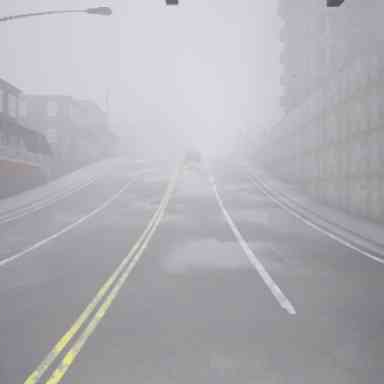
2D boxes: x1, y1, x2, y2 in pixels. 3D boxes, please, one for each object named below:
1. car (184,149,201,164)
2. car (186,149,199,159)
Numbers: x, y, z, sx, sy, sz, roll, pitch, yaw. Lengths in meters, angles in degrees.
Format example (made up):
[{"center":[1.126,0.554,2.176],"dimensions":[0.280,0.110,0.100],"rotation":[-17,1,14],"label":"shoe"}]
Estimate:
[{"center":[0.073,-4.541,41.444],"dimensions":[2.097,1.767,4.553],"rotation":[0,12,0],"label":"car"},{"center":[0.090,-5.880,51.485],"dimensions":[1.994,1.385,4.181],"rotation":[0,5,0],"label":"car"}]
